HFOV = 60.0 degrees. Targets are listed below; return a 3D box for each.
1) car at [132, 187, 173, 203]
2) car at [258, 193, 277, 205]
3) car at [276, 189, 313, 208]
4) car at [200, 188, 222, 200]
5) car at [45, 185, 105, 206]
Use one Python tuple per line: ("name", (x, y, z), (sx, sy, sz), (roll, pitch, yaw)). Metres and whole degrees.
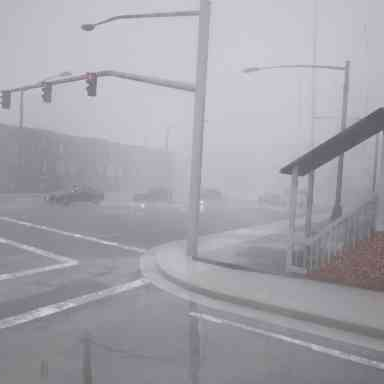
("car", (-3.940, 0.244, 34.082), (1.837, 1.490, 4.892), (5, 3, 36))
("car", (9.693, 0.787, 40.735), (1.994, 1.385, 4.181), (5, 3, 36))
("car", (12.084, 0.680, 38.036), (2.150, 2.045, 5.566), (5, 3, 36))
("car", (1.997, 0.247, 42.296), (1.837, 1.490, 4.892), (5, 3, 36))
("car", (-9.283, 0.228, 26.668), (2.128, 1.511, 4.902), (5, 3, 36))
